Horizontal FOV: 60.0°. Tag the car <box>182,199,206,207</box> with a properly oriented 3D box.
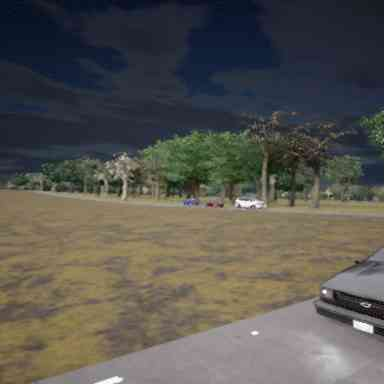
[{"bbox_3d":[0.177,1.955,67.033,1.812,1.442,4.674,3,-2,-35],"label":"car"}]

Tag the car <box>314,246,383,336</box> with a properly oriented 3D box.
[{"bbox_3d":[4.663,1.586,6.392,5.357,1.411,2.033,0,0,-35],"label":"car"}]

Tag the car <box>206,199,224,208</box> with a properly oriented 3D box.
[{"bbox_3d":[4.434,2.260,67.106,2.097,1.767,4.553,3,-2,-35],"label":"car"}]

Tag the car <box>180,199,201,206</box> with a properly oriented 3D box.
[{"bbox_3d":[-0.360,2.272,73.806,1.882,1.535,5.008,3,-2,-35],"label":"car"}]

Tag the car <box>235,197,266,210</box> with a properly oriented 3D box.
[{"bbox_3d":[9.440,1.881,53.881,2.150,2.045,5.566,3,-2,-35],"label":"car"}]
